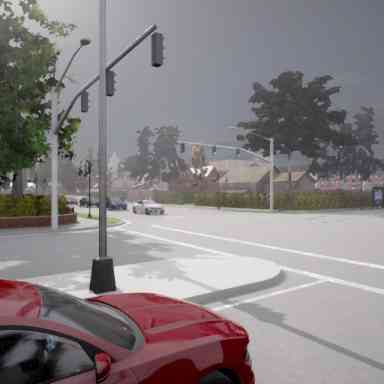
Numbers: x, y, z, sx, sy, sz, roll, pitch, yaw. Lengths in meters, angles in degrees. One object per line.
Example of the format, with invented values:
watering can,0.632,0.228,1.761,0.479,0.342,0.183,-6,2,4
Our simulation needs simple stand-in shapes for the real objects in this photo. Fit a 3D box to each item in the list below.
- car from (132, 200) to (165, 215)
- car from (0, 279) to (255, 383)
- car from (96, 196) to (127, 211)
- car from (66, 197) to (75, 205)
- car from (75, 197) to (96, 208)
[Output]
car,-4.613,1.526,34.387,1.812,1.442,4.674,0,0,-35
car,-1.684,1.478,2.567,5.008,1.535,1.882,0,0,-35
car,-9.820,1.352,41.591,2.097,1.767,4.553,0,0,-36
car,-21.012,1.564,57.108,1.994,1.385,4.181,0,0,-34
car,-15.214,1.505,49.045,1.837,1.490,4.892,0,0,-36
